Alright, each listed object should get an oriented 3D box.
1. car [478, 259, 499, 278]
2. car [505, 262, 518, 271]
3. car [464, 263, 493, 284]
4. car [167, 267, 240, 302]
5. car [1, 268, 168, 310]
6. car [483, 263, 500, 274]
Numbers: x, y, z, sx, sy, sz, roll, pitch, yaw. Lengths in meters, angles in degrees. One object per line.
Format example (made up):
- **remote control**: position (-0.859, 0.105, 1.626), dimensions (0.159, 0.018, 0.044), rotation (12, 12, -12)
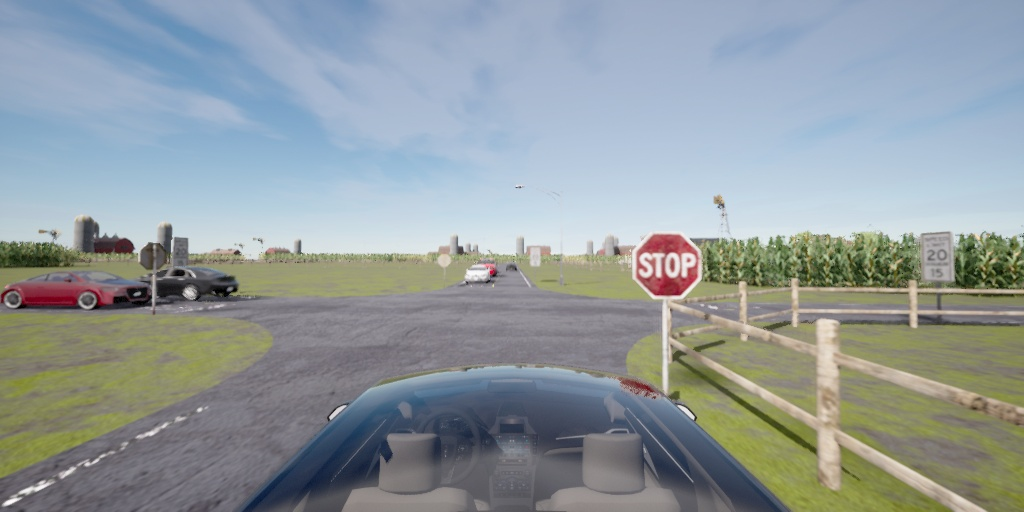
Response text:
- **car**: position (-2.895, 1.335, 40.883), dimensions (2.150, 2.045, 5.566), rotation (0, 0, 0)
- **car**: position (-0.078, 1.779, 59.737), dimensions (1.837, 1.490, 4.892), rotation (0, 0, 0)
- **car**: position (-2.883, 1.549, 30.824), dimensions (1.812, 1.442, 4.674), rotation (0, -1, 0)
- **car**: position (-15.396, 1.265, 16.560), dimensions (4.892, 1.490, 1.837), rotation (1, -2, 1)
- **car**: position (-16.257, 1.245, 13.634), dimensions (4.181, 1.385, 1.994), rotation (1, -1, -1)
- **car**: position (-2.894, 1.753, 51.526), dimensions (2.033, 1.411, 5.357), rotation (0, 0, 0)
